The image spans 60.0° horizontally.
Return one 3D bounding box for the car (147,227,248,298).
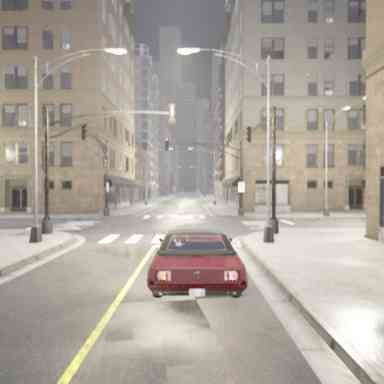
[{"bbox_3d":[0.090,1.537,8.302,1.895,1.301,4.718,0,0,0],"label":"car"}]
